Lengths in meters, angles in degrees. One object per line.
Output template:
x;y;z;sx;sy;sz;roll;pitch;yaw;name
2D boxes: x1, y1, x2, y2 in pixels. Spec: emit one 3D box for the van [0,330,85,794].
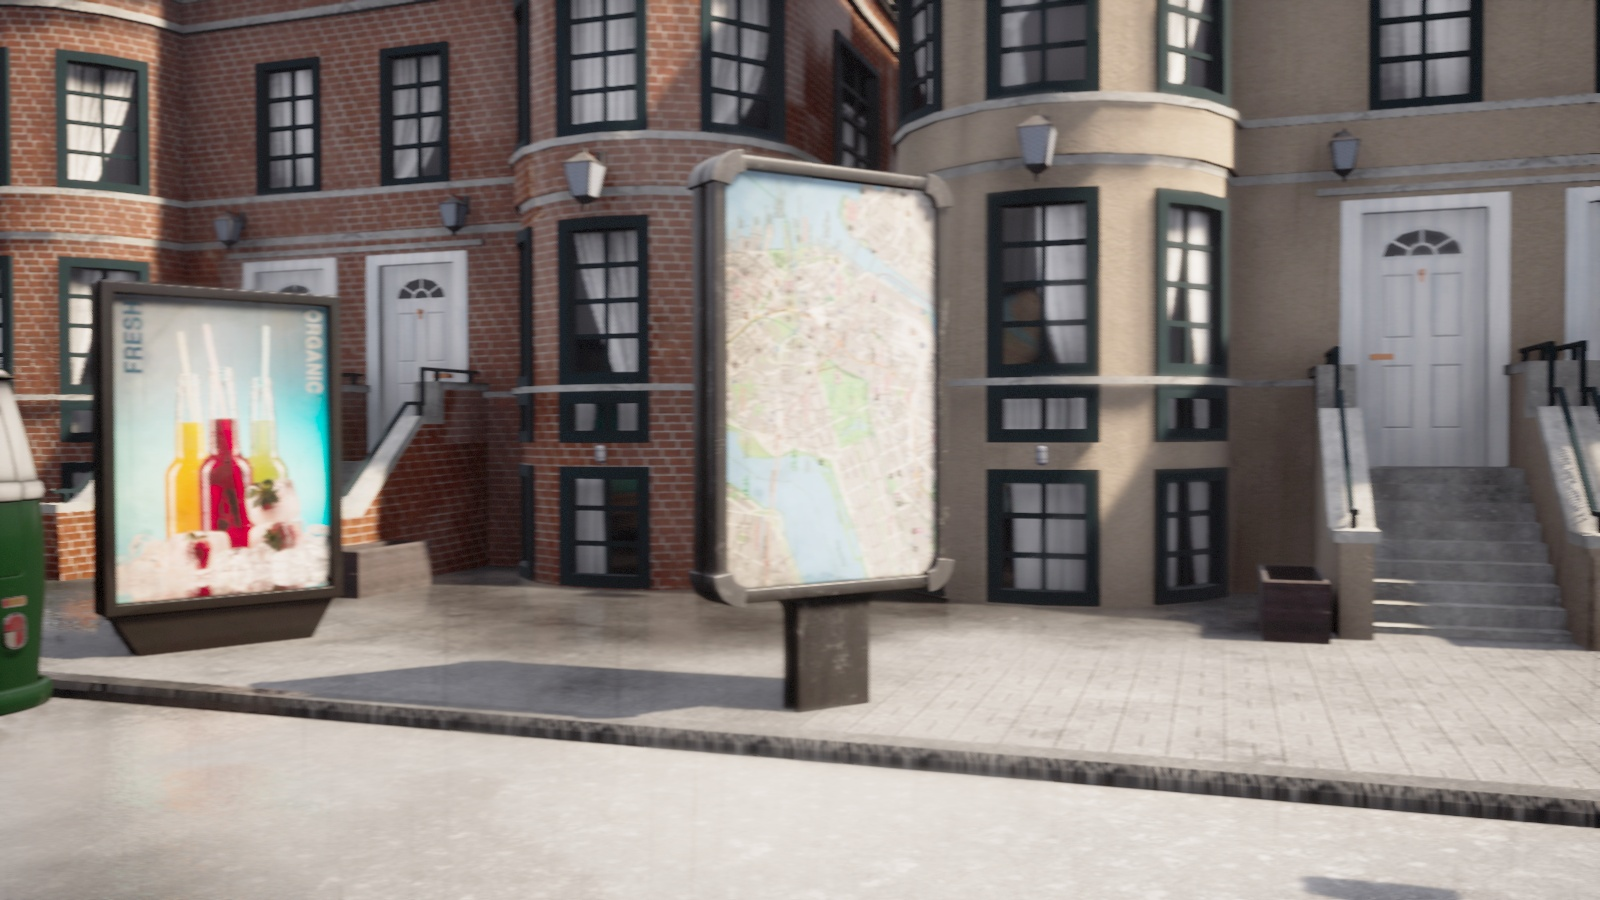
-5.673;0.468;5.627;4.442;1.987;1.775;1;1;19;van
